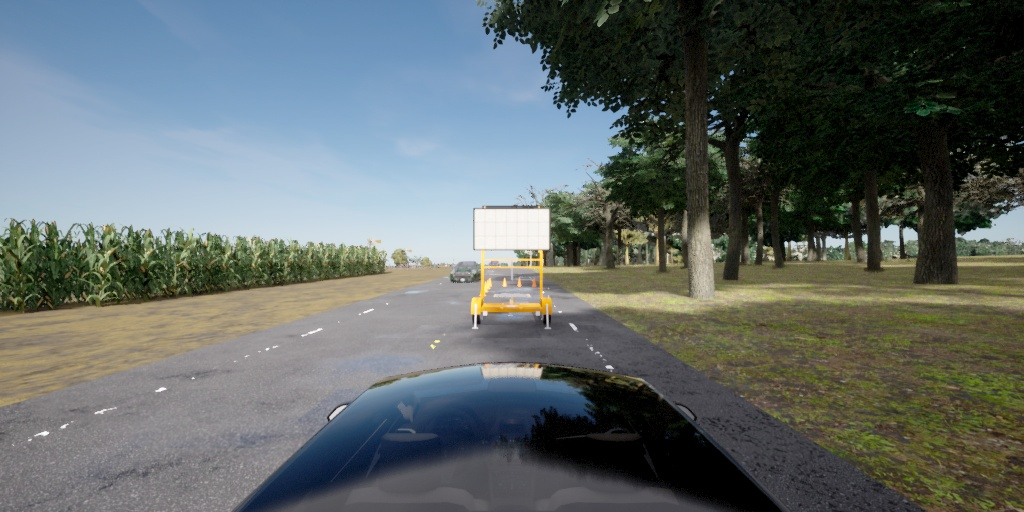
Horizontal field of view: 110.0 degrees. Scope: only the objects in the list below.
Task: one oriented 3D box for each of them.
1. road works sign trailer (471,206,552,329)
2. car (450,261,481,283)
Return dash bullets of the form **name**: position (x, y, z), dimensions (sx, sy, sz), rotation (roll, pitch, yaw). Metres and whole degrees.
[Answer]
- **road works sign trailer**: position (-0.002, 0.230, 11.294), dimensions (2.380, 3.560, 2.880), rotation (0, 0, 1)
- **car**: position (-3.608, 1.181, 28.534), dimensions (2.097, 1.767, 4.553), rotation (0, 0, 0)
